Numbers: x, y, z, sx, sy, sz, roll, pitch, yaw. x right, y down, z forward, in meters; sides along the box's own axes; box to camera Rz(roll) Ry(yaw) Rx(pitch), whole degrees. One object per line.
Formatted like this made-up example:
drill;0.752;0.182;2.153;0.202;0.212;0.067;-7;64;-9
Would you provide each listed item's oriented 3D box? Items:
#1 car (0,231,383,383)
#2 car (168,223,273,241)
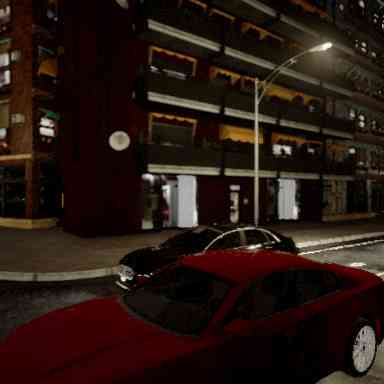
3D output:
car;0.426;1.504;4.027;5.008;1.535;1.882;1;0;-36
car;0.591;1.558;8.201;4.892;1.490;1.837;1;0;-35
